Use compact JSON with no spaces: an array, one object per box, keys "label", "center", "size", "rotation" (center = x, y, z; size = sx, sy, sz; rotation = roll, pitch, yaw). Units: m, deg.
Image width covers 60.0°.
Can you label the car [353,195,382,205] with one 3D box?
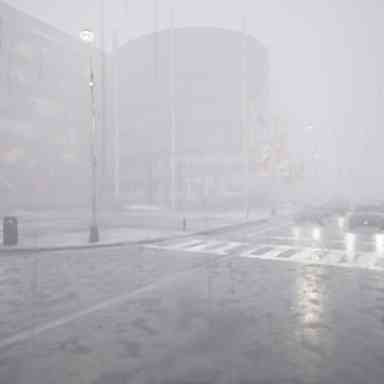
[{"label":"car","center":[30.799,1.381,58.557],"size":[1.837,1.490,4.892],"rotation":[-1,0,-11]}]

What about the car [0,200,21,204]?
[{"label":"car","center":[-24.535,1.779,43.857],"size":[4.674,1.452,2.002],"rotation":[-1,0,32]}]

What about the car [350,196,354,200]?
[{"label":"car","center":[18.411,1.460,41.188],"size":[1.837,1.490,4.892],"rotation":[-1,0,19]}]

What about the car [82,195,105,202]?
[{"label":"car","center":[-21.618,1.567,72.591],"size":[5.566,2.045,2.435],"rotation":[-1,0,32]}]

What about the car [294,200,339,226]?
[{"label":"car","center":[8.856,1.544,23.843],"size":[2.033,1.411,5.357],"rotation":[-1,0,32]}]

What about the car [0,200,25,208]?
[{"label":"car","center":[-30.625,2.041,56.413],"size":[4.718,1.301,1.895],"rotation":[-1,0,32]}]

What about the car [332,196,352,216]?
[{"label":"car","center":[13.841,1.449,32.012],"size":[1.882,1.535,5.008],"rotation":[-1,0,30]}]

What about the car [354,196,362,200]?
[{"label":"car","center":[27.324,1.397,58.141],"size":[1.882,1.535,5.008],"rotation":[-1,0,-11]}]

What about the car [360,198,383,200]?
[{"label":"car","center":[16.034,1.482,28.814],"size":[2.033,1.411,5.357],"rotation":[-1,0,31]}]

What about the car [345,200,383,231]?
[{"label":"car","center":[10.898,1.465,20.530],"size":[1.837,1.490,4.892],"rotation":[-1,0,32]}]

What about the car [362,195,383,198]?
[{"label":"car","center":[20.969,1.391,38.034],"size":[1.882,1.535,5.008],"rotation":[-1,0,23]}]
